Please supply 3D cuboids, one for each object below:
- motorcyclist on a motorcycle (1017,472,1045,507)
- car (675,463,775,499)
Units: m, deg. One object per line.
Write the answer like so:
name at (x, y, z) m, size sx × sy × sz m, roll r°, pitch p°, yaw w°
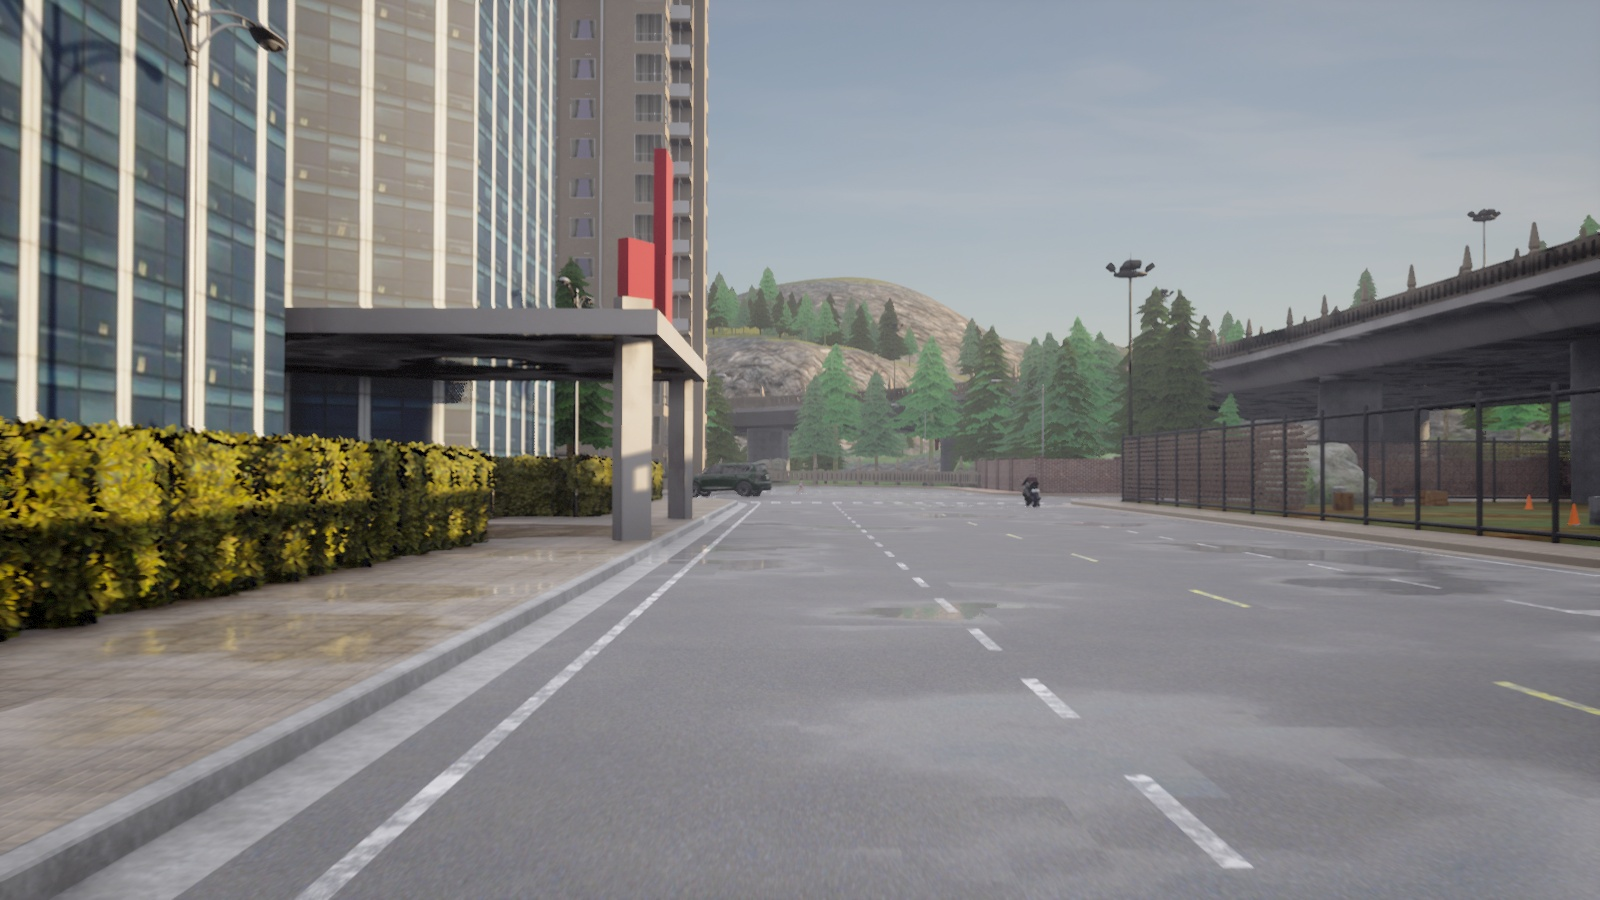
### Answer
motorcyclist on a motorcycle at (10.367, 1.770, 56.388) m, size 0.866 × 1.530 × 2.191 m, roll 0°, pitch -1°, yaw 0°
car at (-4.499, 1.876, 75.407) m, size 5.566 × 2.045 × 2.150 m, roll -1°, pitch -1°, yaw 17°
